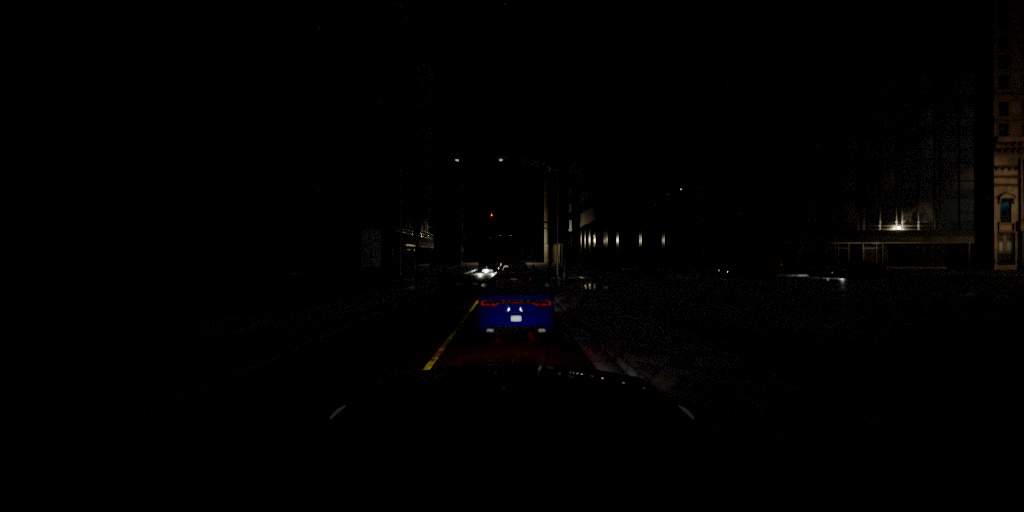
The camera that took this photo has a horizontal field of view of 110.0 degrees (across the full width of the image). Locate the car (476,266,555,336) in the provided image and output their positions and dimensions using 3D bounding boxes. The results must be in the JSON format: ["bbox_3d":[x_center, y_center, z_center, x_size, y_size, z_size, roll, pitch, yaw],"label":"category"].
[{"bbox_3d":[0.091,1.225,10.374,1.882,1.535,5.008,0,0,0],"label":"car"}]

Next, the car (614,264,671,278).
[{"bbox_3d":[12.016,1.355,33.270,4.718,1.301,1.895,0,0,3],"label":"car"}]

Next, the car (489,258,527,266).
[{"bbox_3d":[0.136,1.098,19.242,2.097,1.767,4.553,0,0,2],"label":"car"}]

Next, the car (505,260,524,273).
[{"bbox_3d":[0.279,1.303,45.035,2.033,1.411,5.357,0,0,-3],"label":"car"}]

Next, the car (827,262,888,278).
[{"bbox_3d":[32.064,1.260,33.289,4.674,1.442,1.812,0,0,0],"label":"car"}]

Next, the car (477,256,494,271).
[{"bbox_3d":[-3.147,0.978,45.784,2.150,2.045,5.566,0,0,-2],"label":"car"}]

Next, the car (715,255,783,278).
[{"bbox_3d":[21.968,0.970,33.291,5.566,2.045,2.150,0,0,-1],"label":"car"}]

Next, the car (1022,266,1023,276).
[{"bbox_3d":[46.318,1.177,30.134,5.008,1.535,1.882,0,0,0],"label":"car"}]
